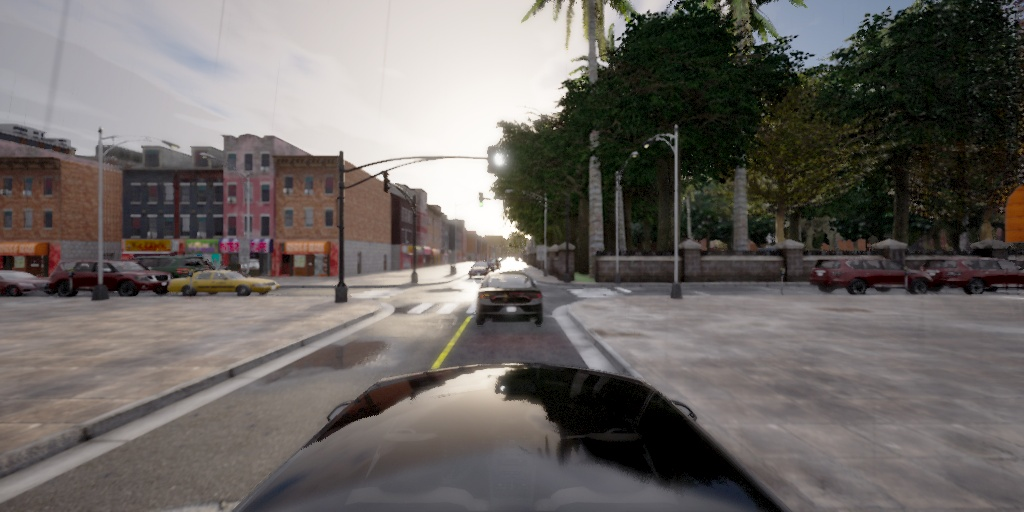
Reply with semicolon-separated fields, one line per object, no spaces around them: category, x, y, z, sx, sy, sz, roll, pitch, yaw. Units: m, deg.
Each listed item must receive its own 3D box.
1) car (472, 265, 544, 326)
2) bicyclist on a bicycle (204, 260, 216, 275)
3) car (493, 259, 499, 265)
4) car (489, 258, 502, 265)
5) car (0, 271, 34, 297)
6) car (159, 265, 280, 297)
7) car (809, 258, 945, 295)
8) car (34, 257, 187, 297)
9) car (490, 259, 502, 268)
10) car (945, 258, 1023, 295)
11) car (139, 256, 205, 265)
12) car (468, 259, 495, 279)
car;-0.178;1.223;11.694;1.882;1.535;5.008;0;0;-4
bicyclist on a bicycle;-20.144;1.090;23.751;0.582;1.620;1.656;0;0;0
car;-2.839;1.344;42.064;1.895;1.301;4.718;0;0;0
car;-2.793;1.094;52.139;2.097;1.767;4.553;0;0;1
car;-25.513;1.383;18.099;4.207;1.307;1.802;0;0;0
car;-14.440;1.297;18.113;4.829;1.417;1.751;0;0;0
car;18.000;1.007;18.153;5.009;1.841;2.192;0;0;0
car;-20.061;1.101;18.106;5.009;1.841;2.192;0;0;0
car;-2.753;1.270;62.402;1.812;1.442;4.674;0;0;0
car;23.675;0.995;18.160;5.009;1.841;2.192;0;0;0
car;-20.905;1.011;20.884;5.566;2.045;2.150;0;0;-1
car;-2.859;1.269;32.980;1.812;1.442;4.674;0;0;0
